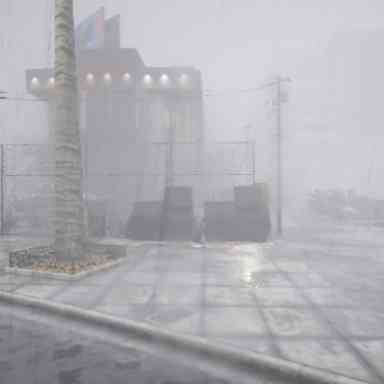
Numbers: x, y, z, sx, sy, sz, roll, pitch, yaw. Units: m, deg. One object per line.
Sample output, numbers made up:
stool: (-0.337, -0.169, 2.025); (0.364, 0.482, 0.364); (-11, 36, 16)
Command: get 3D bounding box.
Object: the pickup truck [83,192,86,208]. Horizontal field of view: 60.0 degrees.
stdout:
pickup truck: (-7.509, 1.012, 25.145); (2.390, 2.098, 6.274); (0, 0, 3)
